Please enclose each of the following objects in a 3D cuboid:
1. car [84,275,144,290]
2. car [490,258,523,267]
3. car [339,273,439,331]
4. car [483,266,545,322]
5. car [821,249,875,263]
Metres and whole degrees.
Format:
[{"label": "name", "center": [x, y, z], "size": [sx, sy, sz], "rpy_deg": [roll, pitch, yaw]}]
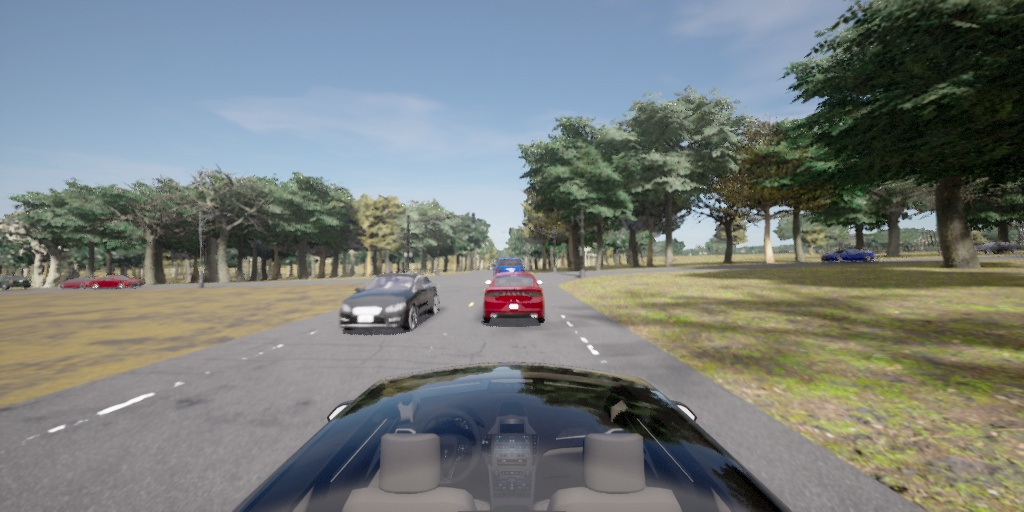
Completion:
[{"label": "car", "center": [-44.471, 2.936, 40.416], "size": [5.008, 1.535, 1.882], "rpy_deg": [-2, -1, 3]}, {"label": "car", "center": [-0.326, 1.157, 27.259], "size": [2.150, 2.045, 5.566], "rpy_deg": [0, 0, -5]}, {"label": "car", "center": [-3.588, 1.300, 11.268], "size": [2.128, 1.511, 4.902], "rpy_deg": [0, 0, 0]}, {"label": "car", "center": [0.068, 1.296, 12.674], "size": [1.882, 1.535, 5.008], "rpy_deg": [0, 0, 0]}, {"label": "car", "center": [38.220, -0.036, 40.912], "size": [5.008, 1.535, 1.882], "rpy_deg": [-2, -1, 2]}]
